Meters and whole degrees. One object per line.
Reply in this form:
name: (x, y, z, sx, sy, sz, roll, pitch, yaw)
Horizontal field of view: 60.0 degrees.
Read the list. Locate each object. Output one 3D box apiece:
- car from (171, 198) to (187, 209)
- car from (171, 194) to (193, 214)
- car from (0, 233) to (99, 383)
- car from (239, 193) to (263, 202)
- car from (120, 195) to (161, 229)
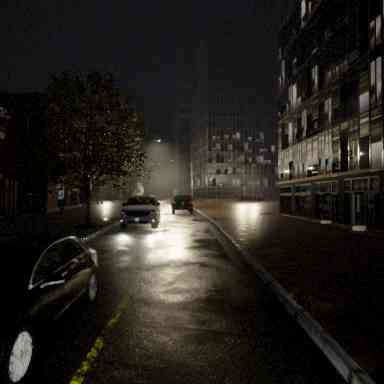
car: (-1.877, 1.535, 46.245, 1.812, 1.442, 4.674, 0, 0, -7)
car: (-1.077, 1.230, 35.817, 2.150, 2.045, 5.566, 0, 0, -3)
car: (-2.891, 1.508, 5.327, 1.837, 1.490, 4.892, 0, -1, 0)
car: (12.150, 1.213, 68.663, 5.009, 1.841, 2.192, 0, -1, 13)
car: (-3.254, 1.225, 21.841, 2.150, 2.045, 5.566, 0, 0, -2)
